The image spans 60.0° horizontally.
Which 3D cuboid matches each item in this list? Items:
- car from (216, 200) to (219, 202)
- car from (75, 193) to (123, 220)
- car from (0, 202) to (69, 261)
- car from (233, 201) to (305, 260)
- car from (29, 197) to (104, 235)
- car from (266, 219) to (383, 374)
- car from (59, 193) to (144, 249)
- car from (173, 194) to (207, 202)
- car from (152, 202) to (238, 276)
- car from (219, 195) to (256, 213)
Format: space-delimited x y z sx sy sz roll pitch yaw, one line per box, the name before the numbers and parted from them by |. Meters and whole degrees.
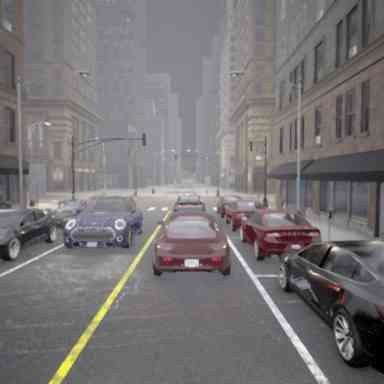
car | 2.574 0.873 21.852 1.887 1.381 4.507 -1 2 0
car | -5.950 0.874 21.782 1.887 1.381 4.507 -1 2 0
car | -5.859 1.231 10.777 1.947 1.339 4.313 -1 2 0
car | 2.666 1.209 10.846 1.887 1.381 4.507 -1 2 0
car | -5.905 1.048 16.279 2.008 1.369 4.403 -1 2 0
car | 2.711 1.398 5.345 1.947 1.339 4.313 -1 2 0
car | -3.100 0.964 12.506 2.097 1.767 4.553 0 2 0
car | -0.133 0.881 19.854 2.128 1.511 4.902 0 2 0
car | -0.011 1.240 9.203 1.812 1.442 4.674 0 2 0
car | 2.620 1.041 16.349 1.887 1.381 4.507 -1 2 0
